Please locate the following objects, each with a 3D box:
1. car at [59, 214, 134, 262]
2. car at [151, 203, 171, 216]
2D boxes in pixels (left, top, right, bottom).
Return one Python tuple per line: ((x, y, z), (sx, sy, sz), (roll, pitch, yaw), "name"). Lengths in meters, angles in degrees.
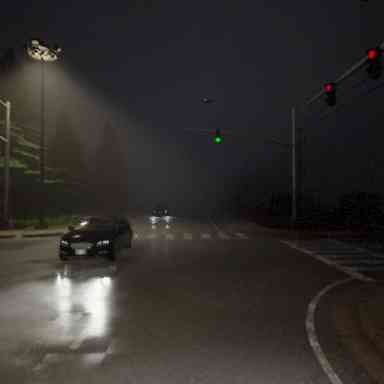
((-3.507, 1.652, 12.932), (2.128, 1.511, 4.902), (0, -1, 0), "car")
((-3.520, 2.030, 38.579), (1.837, 1.490, 4.892), (0, 0, 0), "car")
